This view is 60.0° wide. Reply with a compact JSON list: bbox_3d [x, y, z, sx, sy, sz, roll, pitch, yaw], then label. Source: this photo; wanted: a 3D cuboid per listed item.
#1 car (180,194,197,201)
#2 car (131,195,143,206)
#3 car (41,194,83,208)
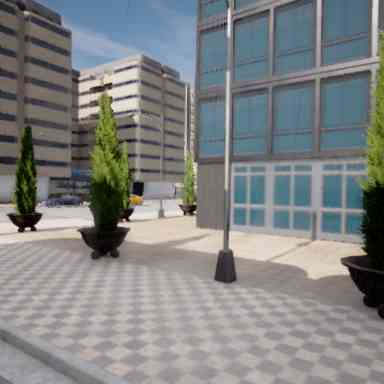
[{"bbox_3d":[0.210,0.997,57.862,2.033,1.411,5.357,1,1,36],"label":"car"},{"bbox_3d":[-8.097,0.991,40.154,1.882,1.535,5.008,1,1,35],"label":"car"},{"bbox_3d":[-14.471,0.976,37.192,1.812,1.442,4.674,1,1,35],"label":"car"}]
